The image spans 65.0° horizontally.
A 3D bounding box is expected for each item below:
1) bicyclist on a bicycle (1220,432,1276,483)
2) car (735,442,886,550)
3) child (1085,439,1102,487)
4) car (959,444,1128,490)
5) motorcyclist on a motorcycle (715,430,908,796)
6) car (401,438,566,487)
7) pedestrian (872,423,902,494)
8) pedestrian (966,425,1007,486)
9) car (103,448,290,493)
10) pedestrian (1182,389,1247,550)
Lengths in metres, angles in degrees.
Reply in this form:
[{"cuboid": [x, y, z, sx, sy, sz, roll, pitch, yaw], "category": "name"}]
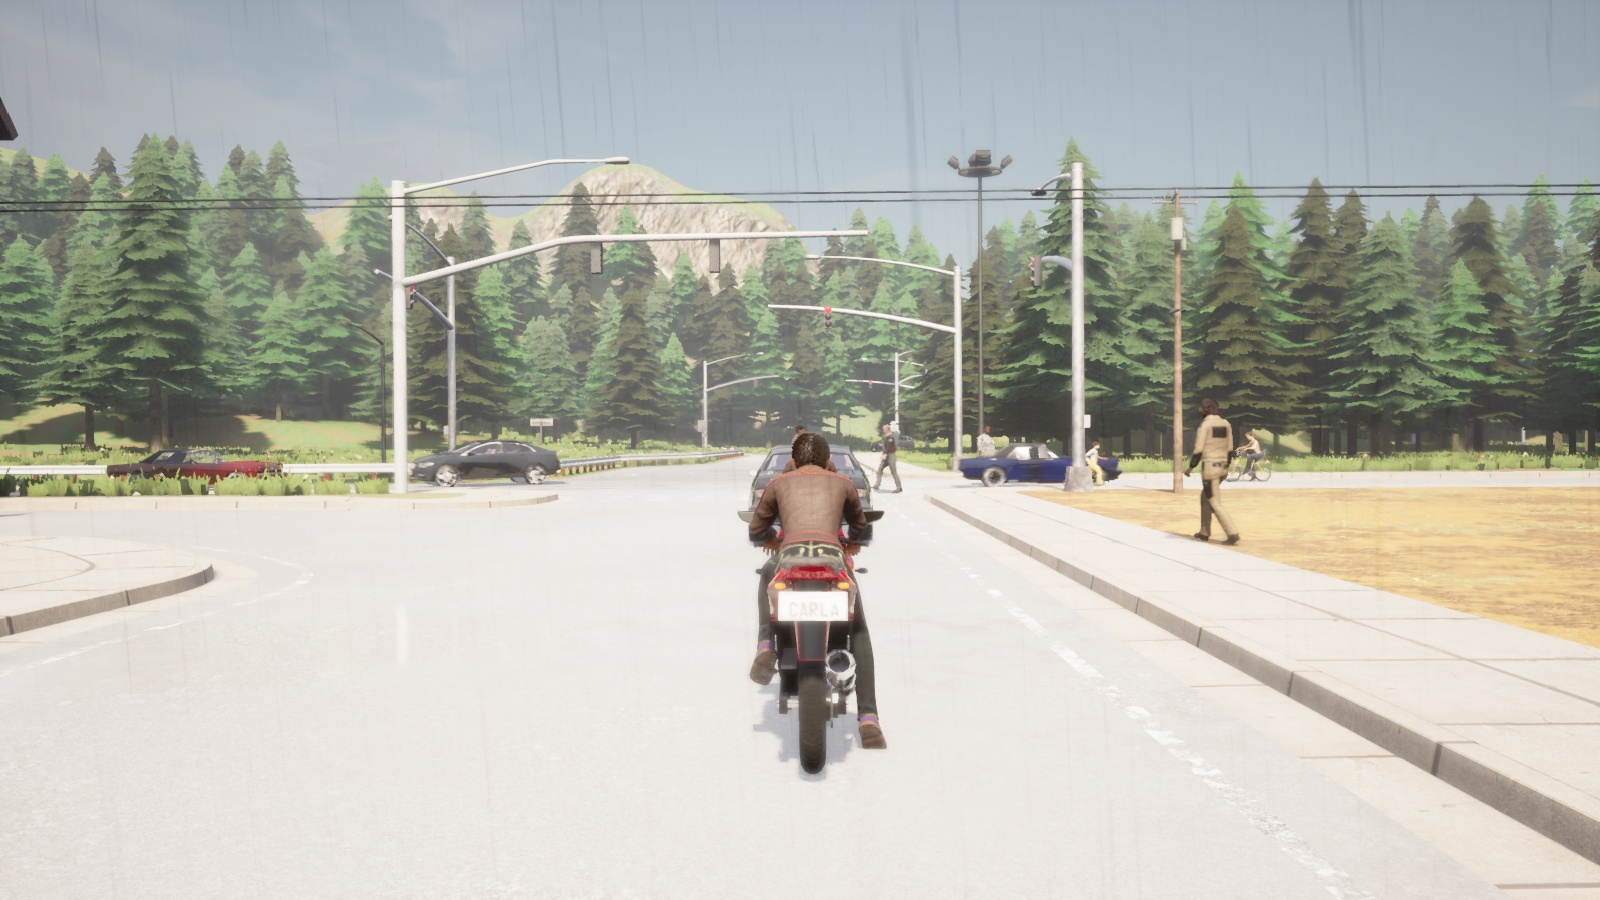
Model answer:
[{"cuboid": [14.380, 0.245, 40.329, 1.509, 1.612, 0.866, 0, 1, 2], "category": "bicyclist on a bicycle"}, {"cuboid": [0.165, 0.601, 19.547, 2.033, 1.411, 5.357, 0, 1, 1], "category": "car"}, {"cuboid": [7.767, 0.338, 33.228, 0.437, 1.263, 0.270, 0, 1, 13], "category": "child"}, {"cuboid": [7.094, 0.477, 36.996, 4.718, 1.301, 1.895, 0, 1, 5], "category": "car"}, {"cuboid": [0.057, 0.671, 6.254, 0.797, 1.523, 2.044, 0, 1, 0], "category": "motorcyclist on a motorcycle"}, {"cuboid": [-10.430, 0.370, 41.438, 4.902, 1.511, 2.128, -1, 1, -28], "category": "car"}, {"cuboid": [2.295, 0.214, 33.075, 0.720, 1.854, 0.376, 0, 1, -6], "category": "pedestrian"}, {"cuboid": [5.745, 0.162, 38.668, 0.874, 1.855, 0.900, -1, 1, -36], "category": "pedestrian"}, {"cuboid": [-18.043, 0.596, 37.681, 4.718, 1.301, 1.895, 0, 1, 1], "category": "car"}, {"cuboid": [5.098, 0.234, 15.469, 0.396, 1.930, 0.692, -1, 1, -25], "category": "pedestrian"}]
